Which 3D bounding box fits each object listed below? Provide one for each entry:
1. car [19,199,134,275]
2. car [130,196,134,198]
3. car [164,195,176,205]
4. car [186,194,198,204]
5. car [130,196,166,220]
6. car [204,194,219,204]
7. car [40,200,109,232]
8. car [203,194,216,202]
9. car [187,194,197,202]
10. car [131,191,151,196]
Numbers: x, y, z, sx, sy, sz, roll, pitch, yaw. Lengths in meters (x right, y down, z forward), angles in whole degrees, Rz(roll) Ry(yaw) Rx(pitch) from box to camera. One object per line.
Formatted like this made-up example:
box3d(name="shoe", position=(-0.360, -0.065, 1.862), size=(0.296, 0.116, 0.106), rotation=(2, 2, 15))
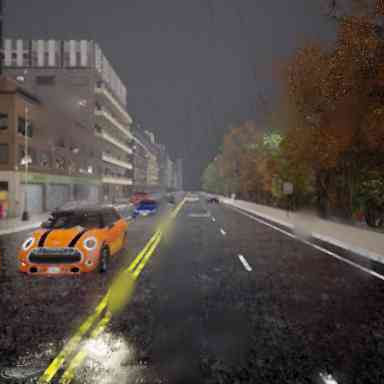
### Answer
box3d(name="car", position=(-3.356, 1.283, 10.302), size=(2.097, 1.767, 4.553), rotation=(0, 1, 0))
box3d(name="car", position=(-6.598, 1.315, 30.104), size=(1.895, 1.301, 4.718), rotation=(0, 0, 0))
box3d(name="car", position=(-3.299, 1.132, 48.102), size=(2.033, 1.411, 5.357), rotation=(0, 0, 1))
box3d(name="car", position=(-0.002, 1.161, 52.961), size=(1.895, 1.301, 4.718), rotation=(0, 0, 0))
box3d(name="car", position=(-3.348, 1.288, 25.803), size=(1.812, 1.442, 4.674), rotation=(0, 0, 0))
box3d(name="car", position=(3.248, 1.175, 52.962), size=(1.895, 1.301, 4.718), rotation=(0, 0, 0))
box3d(name="car", position=(-6.723, 1.289, 19.709), size=(2.128, 1.511, 4.902), rotation=(0, 0, 3))
box3d(name="car", position=(3.248, 1.042, 62.930), size=(2.033, 1.411, 5.357), rotation=(0, 0, 0))
box3d(name="car", position=(-0.003, 1.081, 62.960), size=(1.895, 1.301, 4.718), rotation=(0, 0, 0))
box3d(name="car", position=(-6.570, 0.834, 42.924), size=(2.150, 2.045, 5.566), rotation=(0, 0, 1))
